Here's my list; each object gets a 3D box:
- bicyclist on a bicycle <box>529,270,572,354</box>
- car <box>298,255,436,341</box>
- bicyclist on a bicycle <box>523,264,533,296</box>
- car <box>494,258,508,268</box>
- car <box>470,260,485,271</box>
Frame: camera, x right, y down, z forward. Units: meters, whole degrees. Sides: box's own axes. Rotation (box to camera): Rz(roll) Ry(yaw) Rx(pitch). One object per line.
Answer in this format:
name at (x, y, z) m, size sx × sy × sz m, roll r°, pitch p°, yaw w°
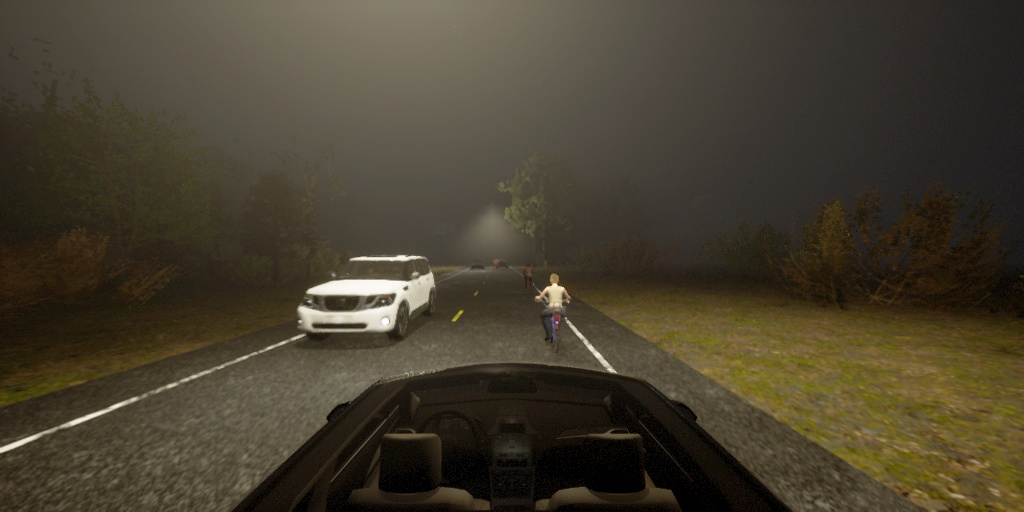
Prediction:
bicyclist on a bicycle at (0.910, 1.193, 7.813) m, size 0.866 × 1.612 × 1.509 m, roll 0°, pitch 0°, yaw 0°
car at (-3.660, 0.981, 10.269) m, size 2.150 × 2.045 × 5.566 m, roll 0°, pitch 0°, yaw -1°
bicyclist on a bicycle at (0.802, 1.217, 17.561) m, size 0.582 × 1.620 × 1.656 m, roll 0°, pitch 0°, yaw -1°
car at (-1.687, 1.296, 59.631) m, size 1.812 × 1.442 × 4.674 m, roll 0°, pitch 0°, yaw -3°
car at (-4.915, 1.300, 51.377) m, size 1.812 × 1.442 × 4.674 m, roll 0°, pitch 0°, yaw -3°
